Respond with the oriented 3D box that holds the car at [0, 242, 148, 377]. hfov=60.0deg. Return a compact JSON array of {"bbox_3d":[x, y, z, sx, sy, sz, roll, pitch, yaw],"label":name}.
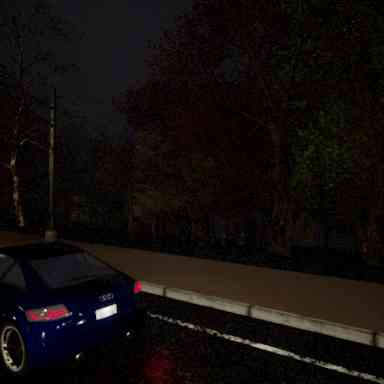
[{"bbox_3d":[-2.747,1.563,5.628,4.181,1.385,1.994,0,0,37],"label":"car"}]
